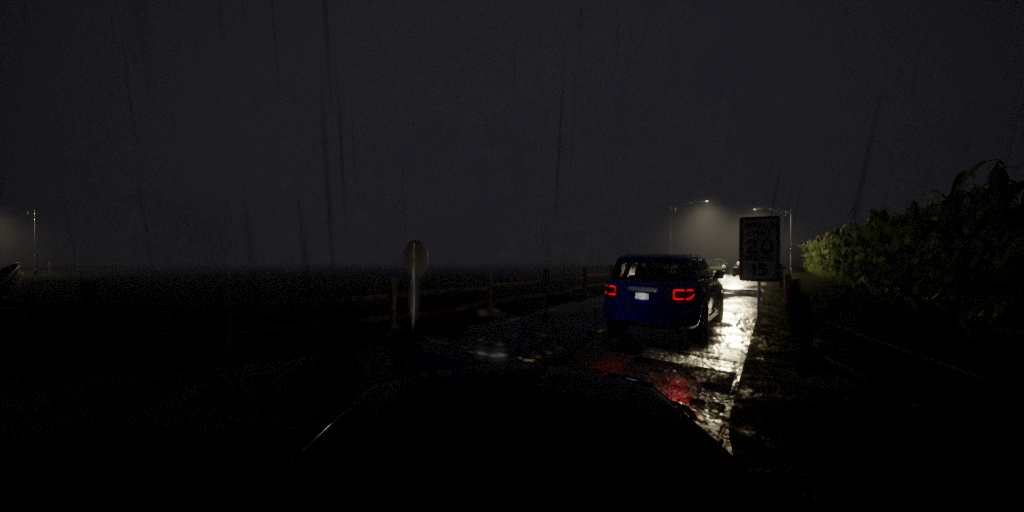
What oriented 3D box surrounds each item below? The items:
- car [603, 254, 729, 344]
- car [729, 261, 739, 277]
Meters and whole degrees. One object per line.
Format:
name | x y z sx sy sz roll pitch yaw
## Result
car | 4.413 0.970 9.980 2.150 2.045 5.566 0 0 36
car | 22.843 1.252 35.135 2.128 1.511 4.902 0 0 37
